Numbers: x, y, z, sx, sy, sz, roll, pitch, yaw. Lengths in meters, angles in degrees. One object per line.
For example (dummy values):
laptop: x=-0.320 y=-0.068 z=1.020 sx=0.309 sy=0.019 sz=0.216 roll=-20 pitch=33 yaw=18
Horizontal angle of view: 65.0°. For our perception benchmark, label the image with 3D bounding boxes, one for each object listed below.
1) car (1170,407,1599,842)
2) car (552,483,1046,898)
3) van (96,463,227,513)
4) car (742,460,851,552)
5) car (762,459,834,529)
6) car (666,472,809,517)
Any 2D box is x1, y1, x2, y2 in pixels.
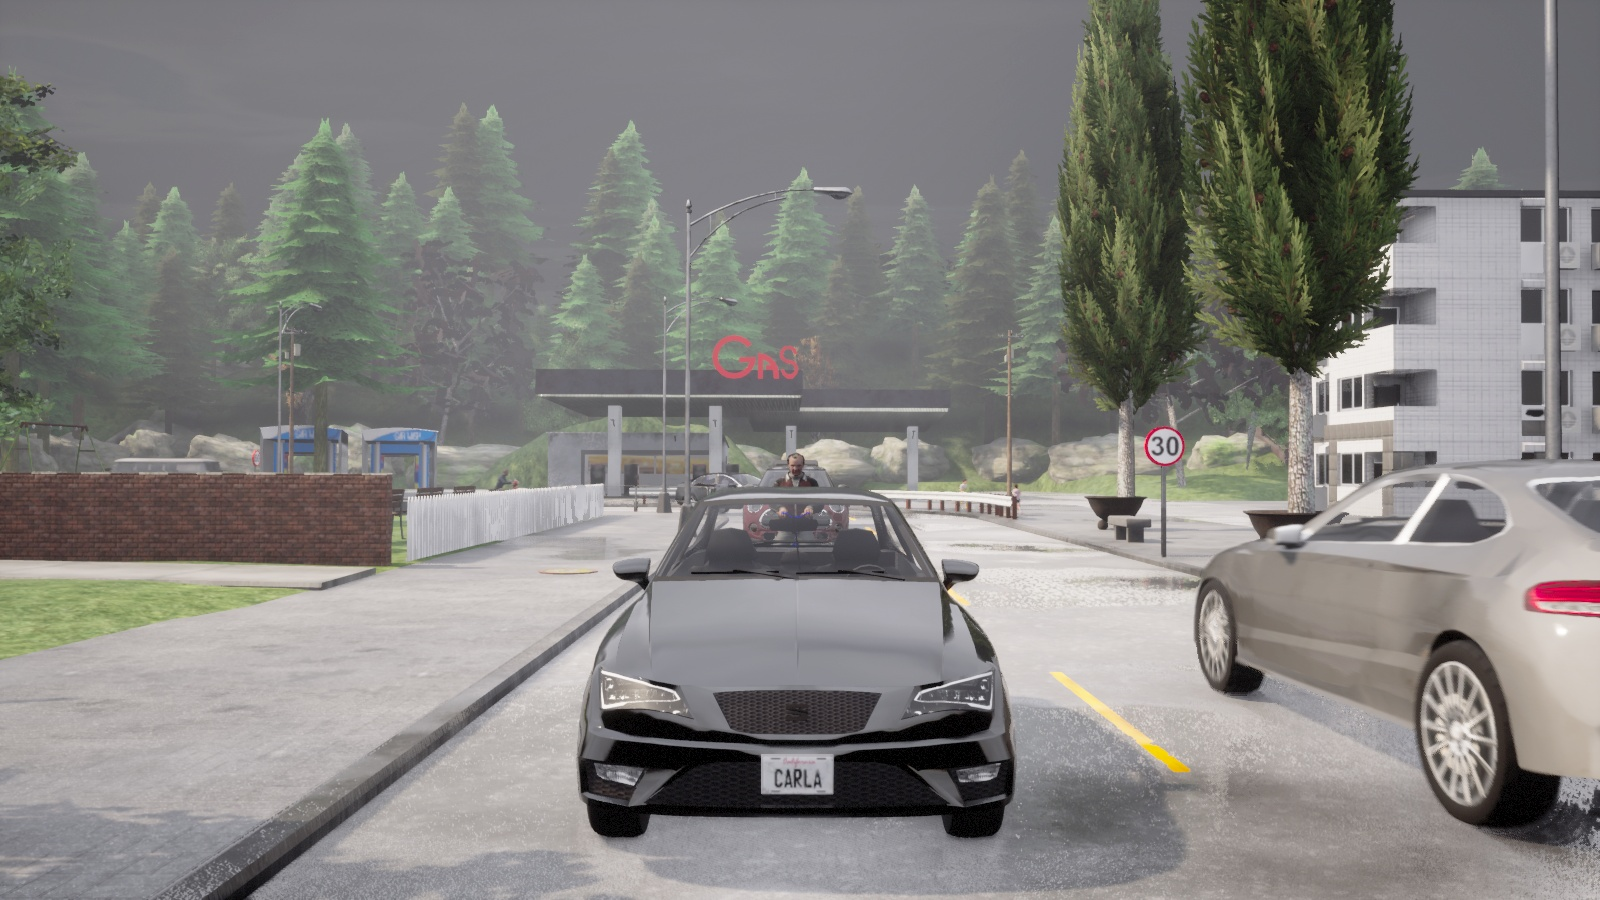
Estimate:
car: x=3.980 y=0.699 z=7.286 sx=2.152 sy=1.651 sz=5.027 roll=0 pitch=-1 yaw=0
car: x=-0.018 y=0.941 z=6.728 sx=1.816 sy=1.474 sz=4.193 roll=0 pitch=-1 yaw=0
van: x=-26.011 y=1.527 z=51.227 sx=4.442 sy=1.987 sz=1.775 roll=0 pitch=-1 yaw=0
car: x=-0.074 y=1.115 z=26.365 sx=2.097 sy=1.767 sz=4.553 roll=0 pitch=-1 yaw=0
car: x=-0.105 y=1.204 z=35.404 sx=1.905 sy=1.878 sz=3.866 roll=0 pitch=-1 yaw=-1
car: x=-2.259 y=1.522 z=44.279 sx=4.902 sy=1.511 sz=2.128 roll=-1 pitch=-1 yaw=40
